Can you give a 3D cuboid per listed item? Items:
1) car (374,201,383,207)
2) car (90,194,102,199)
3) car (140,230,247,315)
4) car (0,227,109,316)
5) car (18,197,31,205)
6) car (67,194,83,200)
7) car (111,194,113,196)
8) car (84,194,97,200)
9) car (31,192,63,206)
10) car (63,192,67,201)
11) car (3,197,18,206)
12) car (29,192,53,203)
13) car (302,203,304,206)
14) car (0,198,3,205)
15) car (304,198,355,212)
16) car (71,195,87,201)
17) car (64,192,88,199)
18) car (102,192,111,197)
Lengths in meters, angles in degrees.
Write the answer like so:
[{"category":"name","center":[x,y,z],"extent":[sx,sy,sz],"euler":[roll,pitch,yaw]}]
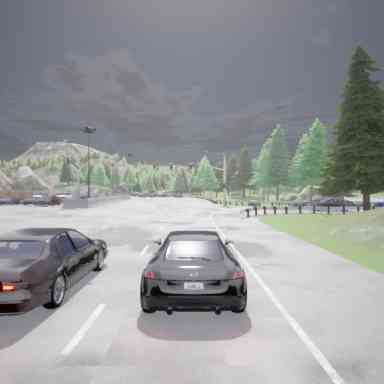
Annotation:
[{"category":"car","center":[24.476,1.374,39.637],"extent":[5.008,1.535,1.882],"euler":[0,0,13]},{"category":"car","center":[-21.699,1.277,72.058],"extent":[2.128,1.511,4.902],"euler":[0,0,-1]},{"category":"car","center":[0.030,1.563,7.649],"extent":[1.994,1.385,4.181],"euler":[0,0,0]},{"category":"car","center":[-3.469,1.547,7.798],"extent":[2.033,1.411,5.357],"euler":[0,0,0]},{"category":"car","center":[-25.075,1.403,52.505],"extent":[1.994,1.385,4.181],"euler":[0,0,0]},{"category":"car","center":[-28.850,1.232,82.098],"extent":[2.128,1.511,4.902],"euler":[0,0,-1]},{"category":"car","center":[-22.873,1.202,92.149],"extent":[2.033,1.411,5.357],"euler":[0,0,-7]},{"category":"car","center":[-25.373,1.256,82.967],"extent":[1.994,1.385,4.181],"euler":[0,0,-1]},{"category":"car","center":[-21.556,1.202,49.735],"extent":[2.097,1.767,4.553],"euler":[0,0,0]},{"category":"car","center":[-25.122,1.006,64.760],"extent":[2.150,2.045,5.566],"euler":[0,0,-1]},{"category":"car","center":[-28.567,1.406,51.964],"extent":[1.994,1.385,4.181],"euler":[0,0,0]},{"category":"car","center":[-28.607,1.016,63.263],"extent":[2.150,2.045,5.566],"euler":[0,0,-1]},{"category":"car","center":[15.730,1.454,41.052],"extent":[4.181,1.385,1.994],"euler":[0,0,7]},{"category":"car","center":[-6.945,1.221,7.587],"extent":[2.150,2.045,5.566],"euler":[0,0,-2]},{"category":"car","center":[15.656,1.398,37.531],"extent":[4.902,1.511,2.128],"euler":[0,0,7]},{"category":"car","center":[-25.224,1.337,74.426],"extent":[1.895,1.301,4.718],"euler":[0,0,-1]},{"category":"car","center":[-21.637,1.283,62.801],"extent":[2.128,1.511,4.902],"euler":[0,0,0]},{"category":"car","center":[-21.828,1.235,81.193],"extent":[1.812,1.442,4.674],"euler":[0,0,-1]}]
